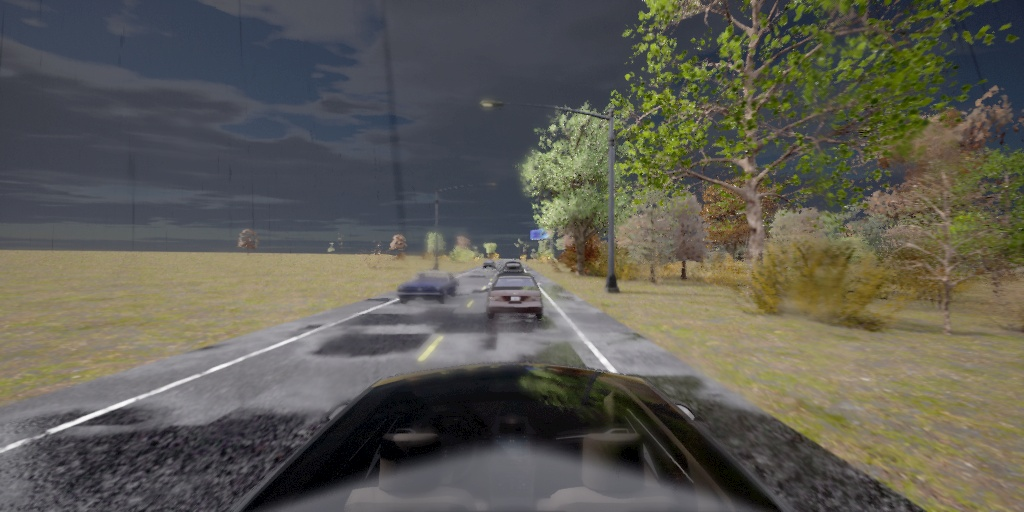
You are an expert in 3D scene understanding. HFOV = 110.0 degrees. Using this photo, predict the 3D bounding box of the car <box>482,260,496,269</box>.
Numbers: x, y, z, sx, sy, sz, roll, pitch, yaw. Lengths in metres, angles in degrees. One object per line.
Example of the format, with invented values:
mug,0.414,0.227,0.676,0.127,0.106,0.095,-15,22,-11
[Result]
car,-3.540,1.324,56.151,2.033,1.411,5.357,0,0,1

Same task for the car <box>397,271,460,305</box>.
car,-3.597,1.355,16.144,1.895,1.301,4.718,0,0,0

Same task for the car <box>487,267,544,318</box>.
car,0.103,1.301,13.018,2.033,1.411,5.357,0,0,0

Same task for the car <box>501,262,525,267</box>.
car,0.108,1.267,32.145,1.837,1.490,4.892,0,0,0
